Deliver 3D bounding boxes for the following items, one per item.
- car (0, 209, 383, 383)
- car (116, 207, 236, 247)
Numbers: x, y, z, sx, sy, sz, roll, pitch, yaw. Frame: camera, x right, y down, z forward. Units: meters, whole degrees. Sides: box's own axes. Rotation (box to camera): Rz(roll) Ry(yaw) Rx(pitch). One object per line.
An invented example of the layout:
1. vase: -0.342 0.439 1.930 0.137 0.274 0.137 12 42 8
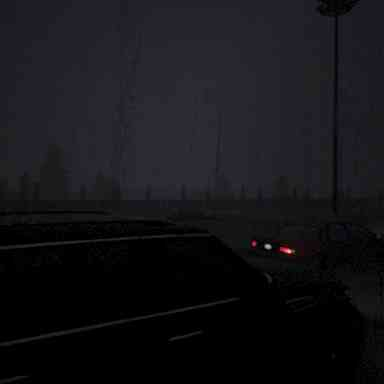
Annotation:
1. car: -0.716 1.212 3.123 5.566 2.045 2.150 0 0 -34
2. car: -0.679 1.524 15.742 5.357 1.411 2.033 0 0 -30
